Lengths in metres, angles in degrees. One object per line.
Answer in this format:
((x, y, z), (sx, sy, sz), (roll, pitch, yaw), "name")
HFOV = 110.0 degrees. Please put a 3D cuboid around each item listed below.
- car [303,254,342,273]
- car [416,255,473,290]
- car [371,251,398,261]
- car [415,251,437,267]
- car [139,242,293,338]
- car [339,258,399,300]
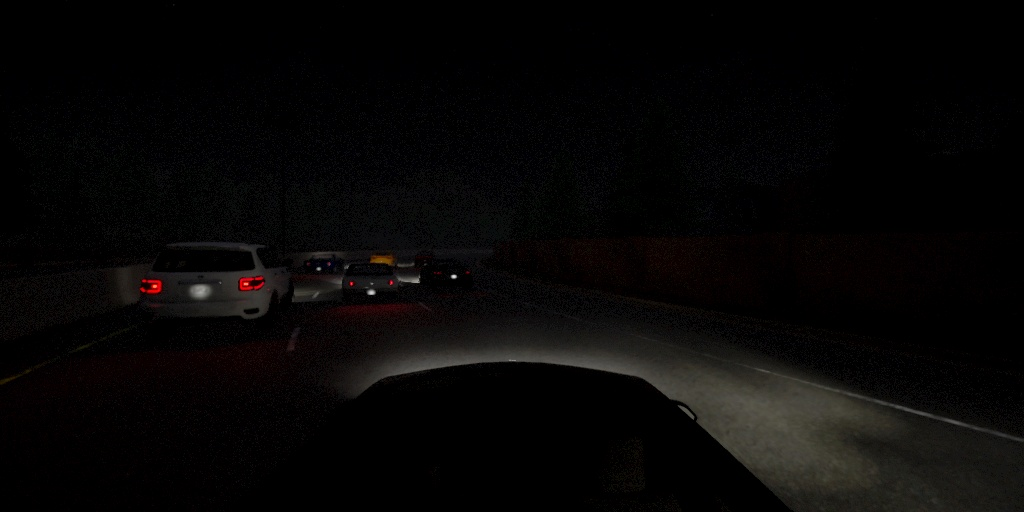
((-13.566, 0.506, 26.252), (1.895, 1.301, 4.718), (0, 2, -15), "car")
((-3.388, 0.838, 17.998), (1.994, 1.385, 4.181), (0, 2, -23), "car")
((-11.316, 0.268, 31.991), (1.882, 1.535, 5.008), (0, 2, -12), "car")
((-8.324, 0.242, 34.726), (1.882, 1.535, 5.008), (0, 2, -11), "car")
((-7.241, 0.662, 9.381), (2.150, 2.045, 5.566), (0, 2, -26), "car")
((-5.827, 0.925, 14.649), (1.895, 1.301, 4.718), (0, 2, -24), "car")
